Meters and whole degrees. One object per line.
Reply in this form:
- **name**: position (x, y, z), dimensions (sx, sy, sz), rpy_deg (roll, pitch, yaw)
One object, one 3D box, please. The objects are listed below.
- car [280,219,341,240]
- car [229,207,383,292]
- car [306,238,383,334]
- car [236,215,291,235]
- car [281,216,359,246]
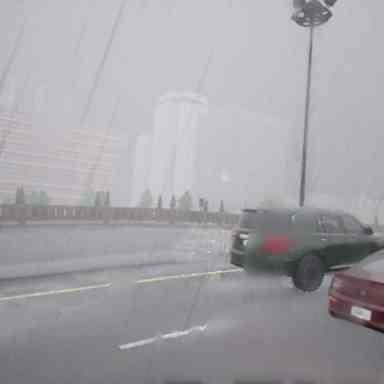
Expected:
- **car**: position (9.218, 2.940, 25.761), dimensions (4.718, 1.301, 1.895), rpy_deg (6, -4, -31)
- **car**: position (3.689, 1.512, 9.802), dimensions (5.566, 2.045, 2.150), rpy_deg (3, -2, -32)
- **car**: position (4.485, 1.737, 6.180), dimensions (4.674, 1.442, 1.812), rpy_deg (3, -2, -32)
- **car**: position (6.007, 2.778, 27.896), dimensions (4.181, 1.385, 1.994), rpy_deg (6, -4, -31)
- **car**: position (8.146, 2.477, 20.995), dimensions (5.008, 1.535, 1.882), rpy_deg (6, -4, -31)
